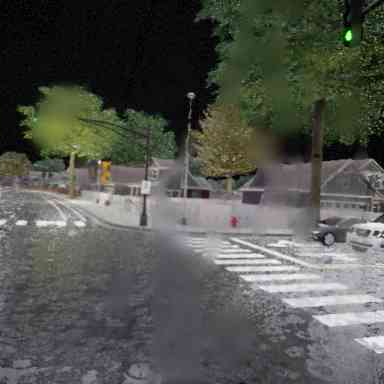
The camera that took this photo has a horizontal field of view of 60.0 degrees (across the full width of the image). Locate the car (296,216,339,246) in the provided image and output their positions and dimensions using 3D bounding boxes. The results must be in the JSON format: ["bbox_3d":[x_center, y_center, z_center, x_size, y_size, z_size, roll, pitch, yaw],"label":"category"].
[{"bbox_3d":[7.971,2.047,17.891,4.892,1.490,1.837,3,0,-18],"label":"car"}]

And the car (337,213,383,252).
[{"bbox_3d":[9.758,1.865,15.081,5.566,2.045,2.150,3,0,-20],"label":"car"}]
